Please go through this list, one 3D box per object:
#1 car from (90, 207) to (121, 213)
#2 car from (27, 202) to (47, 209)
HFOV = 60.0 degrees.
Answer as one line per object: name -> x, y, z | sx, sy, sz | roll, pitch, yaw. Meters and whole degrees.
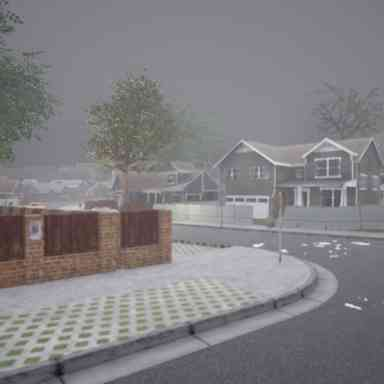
car -> -6.049, 1.792, 23.696 | 1.812, 1.442, 4.674 | 1, -1, -43
car -> -18.710, 2.001, 40.010 | 1.882, 1.535, 5.008 | 1, -1, -32
